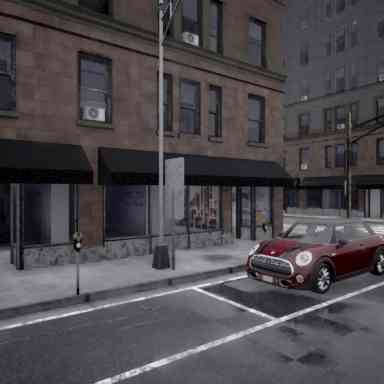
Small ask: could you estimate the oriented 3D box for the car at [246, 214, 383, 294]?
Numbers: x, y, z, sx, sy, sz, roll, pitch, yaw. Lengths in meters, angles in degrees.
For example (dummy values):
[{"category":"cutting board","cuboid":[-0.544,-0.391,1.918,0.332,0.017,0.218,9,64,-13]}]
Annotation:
[{"category":"car","cuboid":[3.312,1.440,8.722,4.097,1.590,1.967,0,0,-37]}]
